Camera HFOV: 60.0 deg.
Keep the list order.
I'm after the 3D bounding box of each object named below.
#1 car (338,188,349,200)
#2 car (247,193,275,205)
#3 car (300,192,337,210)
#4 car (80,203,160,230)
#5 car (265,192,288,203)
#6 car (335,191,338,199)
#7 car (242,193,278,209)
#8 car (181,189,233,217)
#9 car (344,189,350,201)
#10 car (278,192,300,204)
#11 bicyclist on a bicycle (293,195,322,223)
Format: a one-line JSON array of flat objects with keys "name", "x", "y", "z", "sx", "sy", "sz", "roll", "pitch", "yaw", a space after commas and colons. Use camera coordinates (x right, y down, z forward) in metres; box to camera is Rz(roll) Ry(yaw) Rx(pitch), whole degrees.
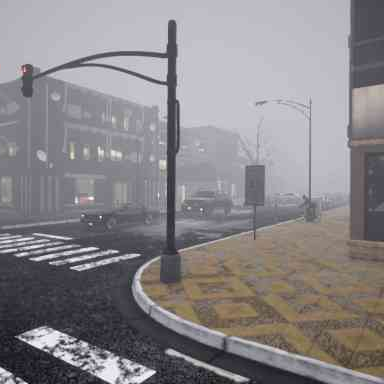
[{"name": "car", "x": 24.208, "y": 0.573, "z": 54.554, "sx": 2.033, "sy": 1.411, "sz": 5.357, "roll": 1, "pitch": 1, "yaw": 36}, {"name": "car", "x": 8.859, "y": 0.823, "z": 42.620, "sx": 1.887, "sy": 1.381, "sz": 4.507, "roll": 2, "pitch": 2, "yaw": 35}, {"name": "car", "x": 12.648, "y": 0.994, "z": 33.068, "sx": 2.008, "sy": 1.369, "sz": 4.403, "roll": 2, "pitch": 2, "yaw": 35}, {"name": "car", "x": -4.073, "y": 1.336, "z": 19.298, "sx": 1.895, "sy": 1.301, "sz": 4.718, "roll": 1, "pitch": 1, "yaw": 35}, {"name": "car", "x": 12.098, "y": 0.768, "z": 47.243, "sx": 1.802, "sy": 1.307, "sz": 4.206, "roll": 2, "pitch": 2, "yaw": 35}, {"name": "car", "x": 18.528, "y": 0.789, "z": 46.317, "sx": 1.895, "sy": 1.301, "sz": 4.718, "roll": 1, "pitch": 1, "yaw": 35}, {"name": "car", "x": 7.078, "y": 1.015, "z": 35.388, "sx": 1.895, "sy": 1.301, "sz": 4.718, "roll": 1, "pitch": 1, "yaw": 35}, {"name": "car", "x": 1.368, "y": 0.800, "z": 27.139, "sx": 2.150, "sy": 2.045, "sz": 5.566, "roll": 1, "pitch": 1, "yaw": 35}, {"name": "car", "x": 25.407, "y": 0.619, "z": 51.688, "sx": 1.887, "sy": 1.381, "sz": 4.507, "roll": 2, "pitch": 2, "yaw": 35}, {"name": "car", "x": 12.950, "y": 0.773, "z": 43.801, "sx": 1.812, "sy": 1.442, "sz": 4.674, "roll": 1, "pitch": 1, "yaw": 34}, {"name": "bicyclist on a bicycle", "x": 6.774, "y": 1.004, "z": 19.598, "sx": 1.656, "sy": 1.620, "sz": 0.582, "roll": 0, "pitch": 1, "yaw": 35}]
